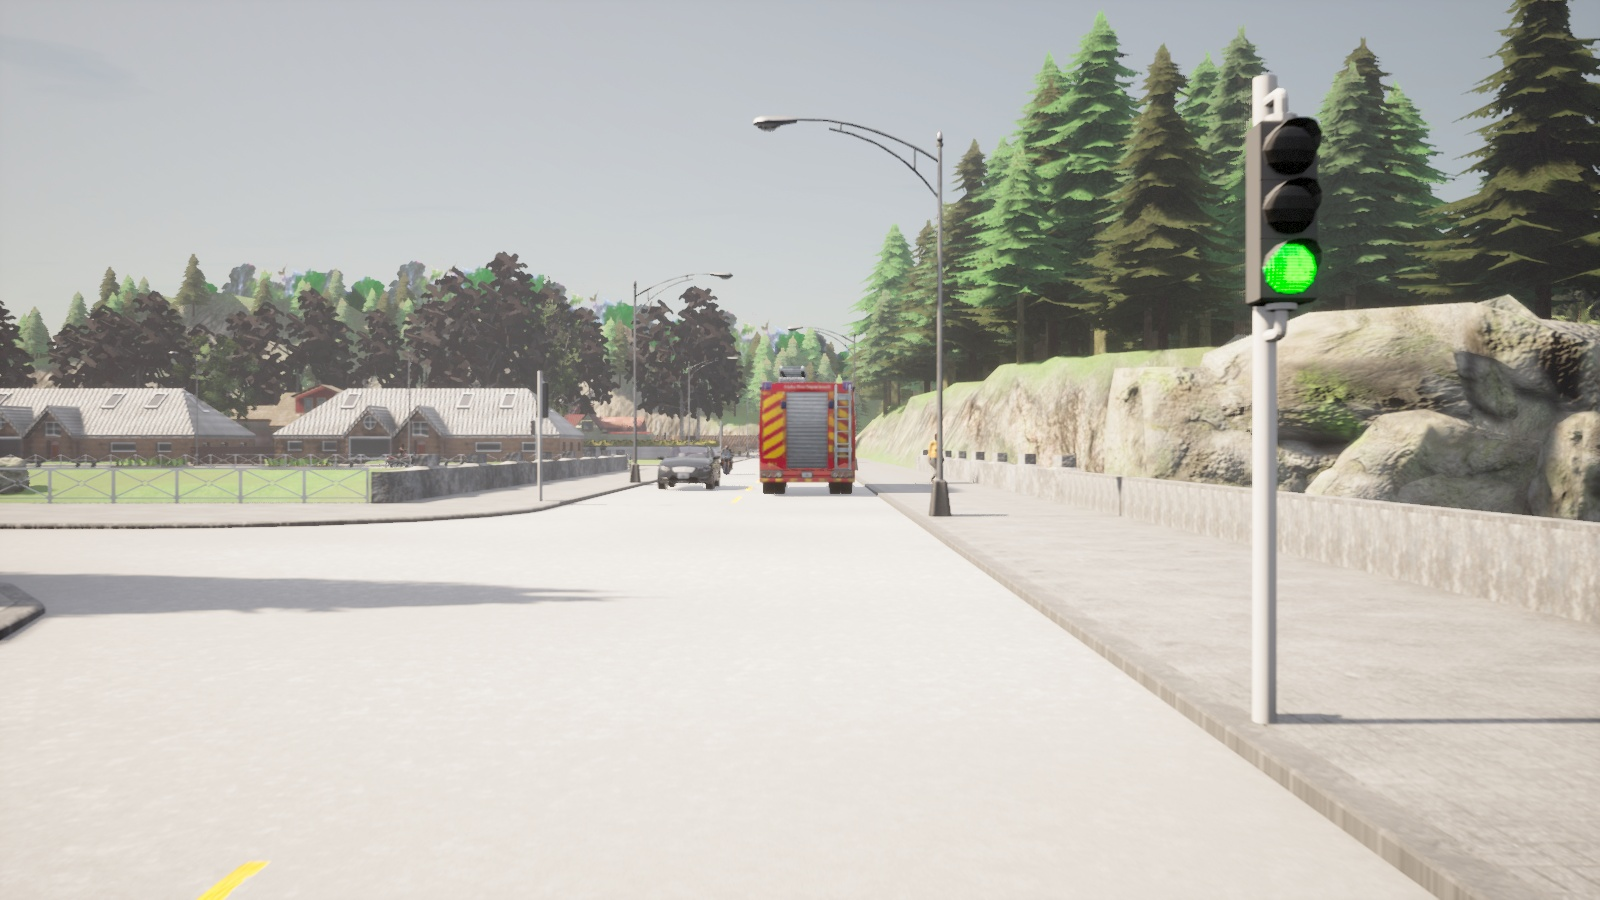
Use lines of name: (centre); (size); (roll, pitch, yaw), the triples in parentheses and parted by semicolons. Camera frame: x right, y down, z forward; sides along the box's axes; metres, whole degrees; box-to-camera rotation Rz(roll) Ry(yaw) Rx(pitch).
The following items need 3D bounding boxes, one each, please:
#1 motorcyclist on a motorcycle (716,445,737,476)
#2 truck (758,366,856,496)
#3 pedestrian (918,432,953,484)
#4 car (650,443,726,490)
motorcyclist on a motorcycle: (-3.639, 0.523, 62.398); (0.866, 1.530, 2.191); (0, 0, 0)
truck: (0.266, -0.587, 41.164); (2.891, 3.827, 8.468); (0, 0, 1)
pedestrian: (4.821, 0.277, 44.700); (0.874, 1.855, 0.900); (0, 0, -42)
car: (-3.749, 0.524, 42.754); (2.128, 1.511, 4.902); (0, 0, 0)
